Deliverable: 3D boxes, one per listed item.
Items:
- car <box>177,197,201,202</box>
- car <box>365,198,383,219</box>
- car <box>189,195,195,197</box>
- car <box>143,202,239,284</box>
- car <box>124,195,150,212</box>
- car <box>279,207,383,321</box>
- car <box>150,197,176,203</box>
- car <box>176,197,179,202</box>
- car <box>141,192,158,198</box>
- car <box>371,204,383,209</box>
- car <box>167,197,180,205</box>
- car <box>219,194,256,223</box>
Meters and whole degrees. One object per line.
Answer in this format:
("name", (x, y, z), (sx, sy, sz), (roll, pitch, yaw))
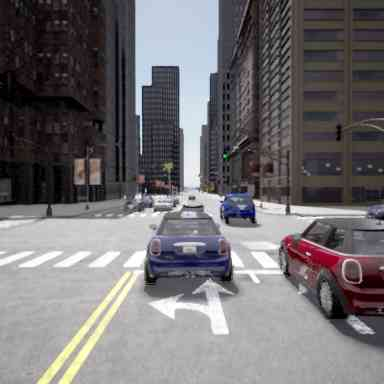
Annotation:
("car", (0.101, 1.467, 28.248), (2.128, 1.511, 4.902), (0, 0, 0))
("car", (16.679, 1.329, 27.189), (4.097, 1.590, 1.967), (0, 1, 0))
("car", (0.002, 1.458, 79.849), (1.837, 1.490, 4.892), (0, 0, 0))
("car", (-0.197, 1.343, 9.769), (2.097, 1.767, 4.553), (0, 0, -4))
("car", (-6.594, 1.461, 38.496), (2.128, 1.511, 4.902), (0, 0, 0))
("car", (3.423, 1.345, 7.417), (2.097, 1.767, 4.553), (0, 0, 1))
("car", (-3.344, 1.570, 39.144), (1.895, 1.301, 4.718), (0, 0, 3))
("car", (-3.317, 1.529, 48.524), (1.994, 1.385, 4.181), (0, 0, 1))
("car", (-6.571, 1.317, 47.706), (2.097, 1.767, 4.553), (0, 0, 0))
("car", (15.354, 1.283, 24.488), (4.553, 1.767, 2.097), (0, 1, -1))
("car", (-3.249, 1.525, 58.373), (1.994, 1.385, 4.181), (0, 0, 0))
("car", (3.340, 1.190, 24.941), (2.150, 2.045, 5.566), (0, 0, 0))
